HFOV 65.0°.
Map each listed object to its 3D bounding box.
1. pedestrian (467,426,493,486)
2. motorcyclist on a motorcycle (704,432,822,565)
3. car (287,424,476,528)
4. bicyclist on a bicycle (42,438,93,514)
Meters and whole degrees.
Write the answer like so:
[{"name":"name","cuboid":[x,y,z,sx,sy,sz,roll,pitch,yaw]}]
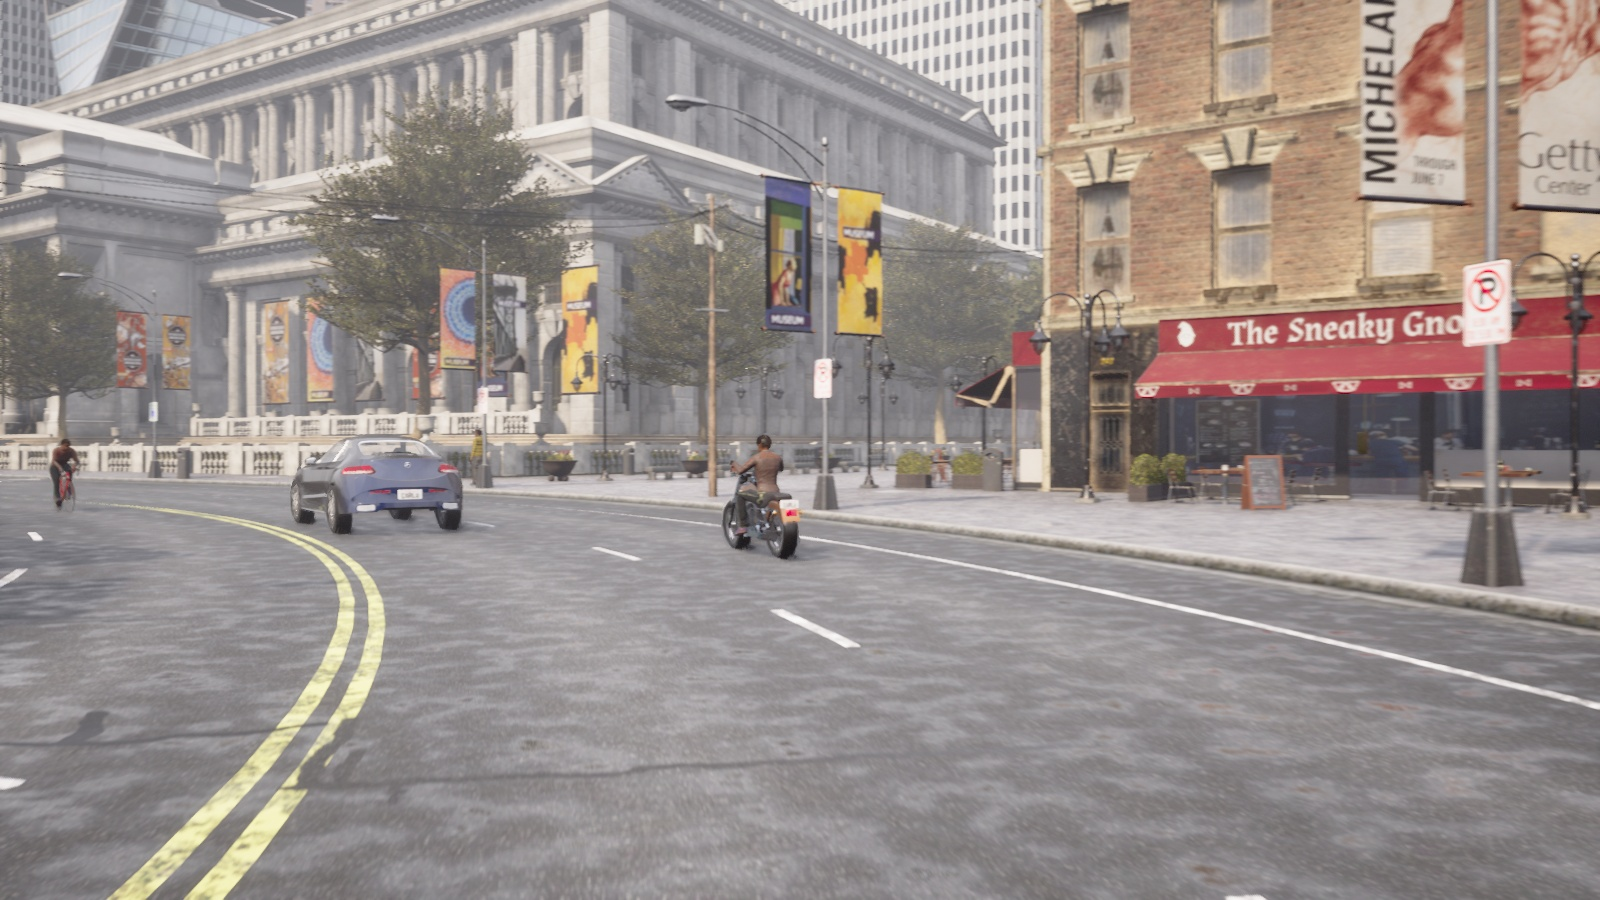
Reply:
[{"name":"pedestrian","cuboid":[-9.991,0.186,39.223,0.709,1.840,0.431,0,0,37]},{"name":"motorcyclist on a motorcycle","cuboid":[-0.543,0.602,16.846,0.766,1.649,2.350,0,0,-23]},{"name":"car","cuboid":[-7.693,0.400,22.713,2.152,1.651,5.027,0,0,-32]},{"name":"bicyclist on a bicycle","cuboid":[-16.124,0.550,27.626,0.582,1.620,1.656,-1,1,-44]}]
